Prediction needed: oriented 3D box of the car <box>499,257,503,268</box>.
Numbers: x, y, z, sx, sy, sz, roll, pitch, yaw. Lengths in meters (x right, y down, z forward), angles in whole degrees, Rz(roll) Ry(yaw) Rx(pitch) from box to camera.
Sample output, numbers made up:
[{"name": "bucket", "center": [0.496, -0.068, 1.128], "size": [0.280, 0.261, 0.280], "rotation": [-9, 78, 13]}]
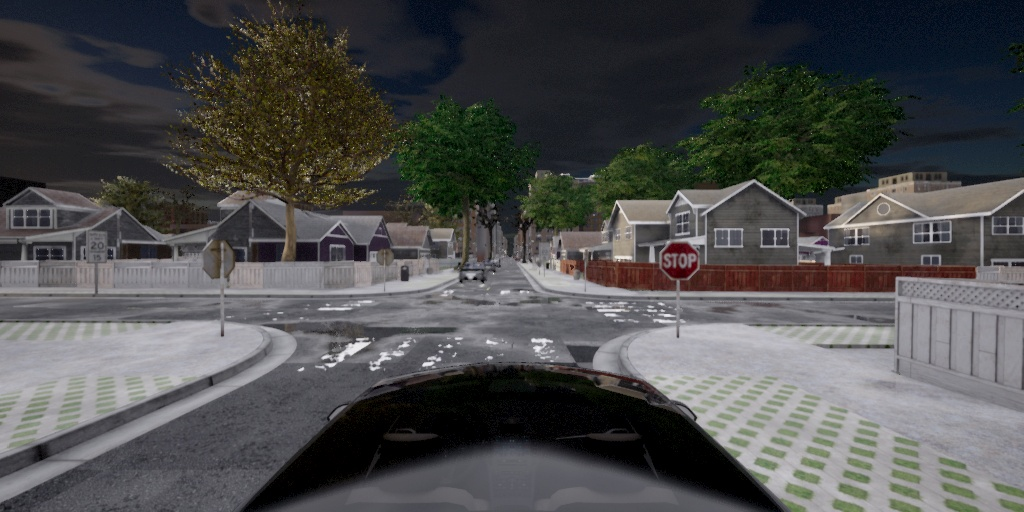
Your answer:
[{"name": "car", "center": [-2.867, 1.286, 60.588], "size": [1.812, 1.442, 4.674], "rotation": [0, 0, 0]}]

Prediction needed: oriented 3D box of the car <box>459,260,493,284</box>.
[{"name": "car", "center": [-2.892, 1.239, 27.453], "size": [2.128, 1.511, 4.902], "rotation": [0, 0, 0]}]

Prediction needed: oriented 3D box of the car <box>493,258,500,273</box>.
[{"name": "car", "center": [-2.918, 1.245, 43.816], "size": [2.128, 1.511, 4.902], "rotation": [0, 0, 0]}]
